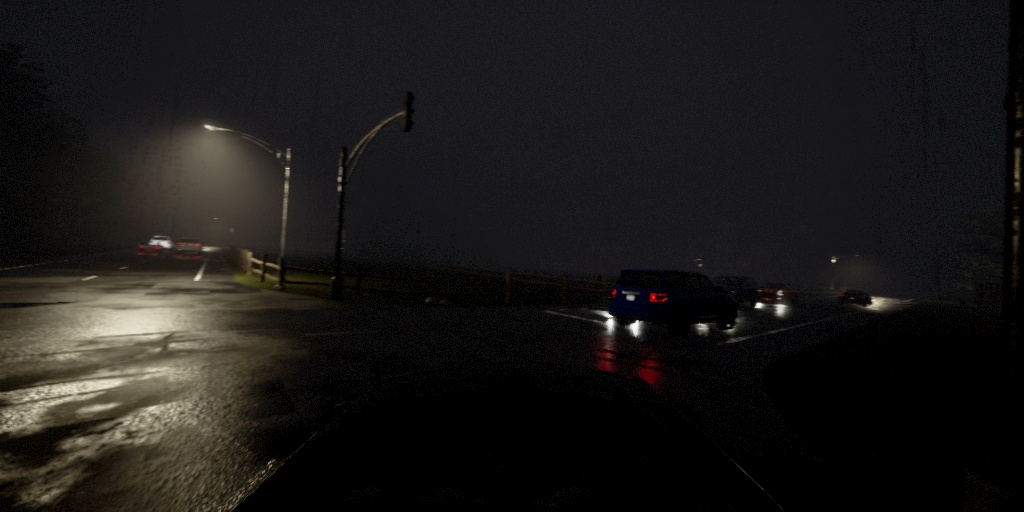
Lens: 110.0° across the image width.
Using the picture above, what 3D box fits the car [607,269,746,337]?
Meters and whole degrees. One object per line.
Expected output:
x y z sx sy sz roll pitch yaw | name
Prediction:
5.794 1.532 12.645 5.566 2.045 2.150 4 -3 -37 | car

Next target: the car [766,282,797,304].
22.702 3.100 30.821 4.553 1.767 2.097 5 -2 -39 | car

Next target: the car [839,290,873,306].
33.284 4.028 34.718 4.181 1.385 1.994 5 -2 -39 | car

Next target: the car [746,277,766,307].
14.962 2.360 24.506 5.566 2.045 2.150 5 -2 -39 | car

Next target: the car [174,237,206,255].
-38.292 -1.179 42.766 2.150 2.045 5.566 4 0 -39 | car

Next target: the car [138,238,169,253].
-42.616 -1.064 42.493 1.895 1.301 4.718 4 0 -39 | car
